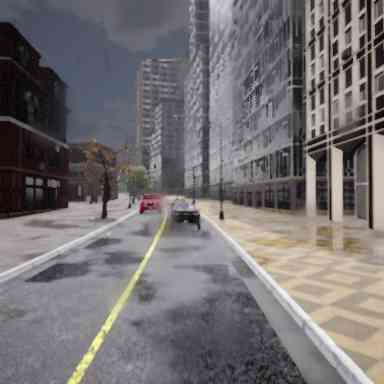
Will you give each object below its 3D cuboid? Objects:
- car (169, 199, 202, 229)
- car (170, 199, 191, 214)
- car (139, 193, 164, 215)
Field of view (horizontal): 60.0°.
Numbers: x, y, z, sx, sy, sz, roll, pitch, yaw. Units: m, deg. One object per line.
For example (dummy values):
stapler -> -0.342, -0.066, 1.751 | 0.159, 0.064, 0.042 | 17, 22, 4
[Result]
car -> -0.443, 1.454, 21.096 | 2.128, 1.511, 4.902 | 0, 0, -2
car -> -1.341, 1.480, 36.175 | 2.033, 1.411, 5.357 | 0, 0, -4
car -> -4.114, 1.158, 33.961 | 2.150, 2.045, 5.566 | 0, 0, -4
